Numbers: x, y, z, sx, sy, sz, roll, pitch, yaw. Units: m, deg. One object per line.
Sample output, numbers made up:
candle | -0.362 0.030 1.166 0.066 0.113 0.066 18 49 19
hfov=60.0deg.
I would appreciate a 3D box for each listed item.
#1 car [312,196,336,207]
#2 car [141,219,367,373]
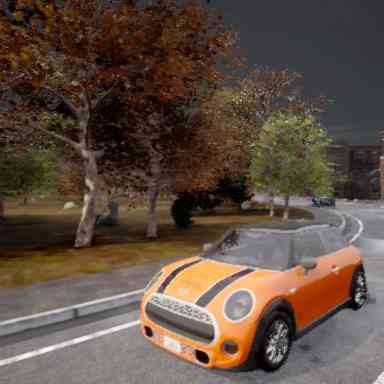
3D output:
car | 18.218 1.226 46.221 1.882 1.535 5.008 -1 0 1
car | 1.322 1.354 5.870 2.097 1.767 4.553 0 0 45
